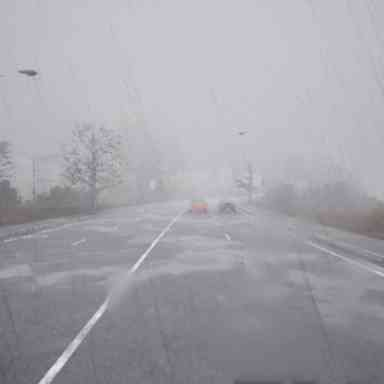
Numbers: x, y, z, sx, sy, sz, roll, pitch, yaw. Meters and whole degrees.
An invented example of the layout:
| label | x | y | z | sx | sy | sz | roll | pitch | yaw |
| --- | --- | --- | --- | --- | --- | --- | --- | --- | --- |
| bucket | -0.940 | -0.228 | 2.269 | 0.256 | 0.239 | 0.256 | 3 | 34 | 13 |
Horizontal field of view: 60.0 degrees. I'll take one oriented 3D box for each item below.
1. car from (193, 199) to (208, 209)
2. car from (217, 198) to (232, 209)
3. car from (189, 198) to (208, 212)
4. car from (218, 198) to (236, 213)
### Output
| label | x | y | z | sx | sy | sz | roll | pitch | yaw |
| --- | --- | --- | --- | --- | --- | --- | --- | --- | --- |
| car | 1.379 | 1.777 | 51.019 | 1.994 | 1.385 | 4.181 | 0 | 0 | 5 |
| car | 4.867 | 1.705 | 50.732 | 2.128 | 1.511 | 4.902 | 0 | 0 | 4 |
| car | 0.752 | 1.522 | 40.567 | 2.097 | 1.767 | 4.553 | 0 | 0 | 3 |
| car | 4.230 | 1.673 | 40.051 | 1.837 | 1.490 | 4.892 | 0 | 0 | 3 |
